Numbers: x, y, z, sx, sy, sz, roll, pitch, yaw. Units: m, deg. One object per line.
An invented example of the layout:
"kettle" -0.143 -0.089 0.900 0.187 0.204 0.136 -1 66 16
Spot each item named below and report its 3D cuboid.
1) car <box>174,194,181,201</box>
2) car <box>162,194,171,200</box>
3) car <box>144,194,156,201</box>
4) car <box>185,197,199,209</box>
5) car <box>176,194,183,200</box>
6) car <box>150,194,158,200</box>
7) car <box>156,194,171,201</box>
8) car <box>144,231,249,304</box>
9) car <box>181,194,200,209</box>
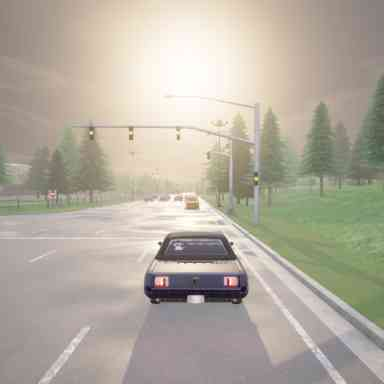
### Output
"car" -3.371 1.544 80.788 1.994 1.385 4.181 0 0 0
"car" -6.855 1.372 90.797 2.033 1.411 5.357 0 0 0
"car" -10.372 1.531 80.382 2.033 1.411 5.357 0 0 0
"car" 0.012 1.576 49.746 2.033 1.411 5.357 -1 1 1
"car" -3.355 1.356 90.791 1.812 1.442 4.674 0 0 0
"car" -10.355 1.332 90.802 1.837 1.490 4.892 0 0 0
"car" -6.872 1.531 80.377 2.033 1.411 5.357 0 0 0
"car" 0.092 1.601 8.078 1.895 1.301 4.718 0 0 0
"car" -0.062 1.087 46.250 1.882 1.535 5.008 -3 17 -3
